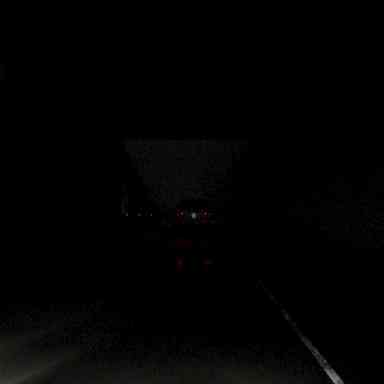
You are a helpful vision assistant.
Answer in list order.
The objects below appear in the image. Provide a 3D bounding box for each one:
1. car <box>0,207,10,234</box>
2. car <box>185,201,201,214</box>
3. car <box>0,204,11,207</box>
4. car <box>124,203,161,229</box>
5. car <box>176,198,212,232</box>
[{"bbox_3d":[-10.596,1.727,17.857,1.994,1.385,4.181,0,-1,0],"label":"car"},{"bbox_3d":[0.097,1.900,41.136,1.812,1.442,4.674,0,-1,-1],"label":"car"},{"bbox_3d":[-14.095,1.737,25.426,1.837,1.490,4.892,0,-1,0],"label":"car"},{"bbox_3d":[-3.394,1.566,23.563,2.097,1.767,4.553,0,-1,0],"label":"car"},{"bbox_3d":[0.104,1.423,21.903,2.150,2.045,5.566,0,0,0],"label":"car"}]
